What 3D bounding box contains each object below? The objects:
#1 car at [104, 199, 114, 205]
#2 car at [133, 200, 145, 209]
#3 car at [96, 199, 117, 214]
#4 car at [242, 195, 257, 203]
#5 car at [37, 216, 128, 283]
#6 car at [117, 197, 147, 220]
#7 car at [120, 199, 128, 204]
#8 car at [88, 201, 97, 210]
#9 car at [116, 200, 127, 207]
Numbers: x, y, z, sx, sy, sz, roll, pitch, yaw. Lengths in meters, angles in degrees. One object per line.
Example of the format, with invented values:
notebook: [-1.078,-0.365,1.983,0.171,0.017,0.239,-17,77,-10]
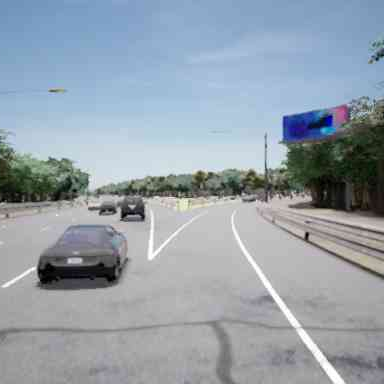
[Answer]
car: [-20.498,2.488,82.573,2.128,1.511,4.902,0,-1,-11]
car: [-8.883,2.129,56.038,1.994,1.385,4.181,0,-1,-9]
car: [-10.089,1.889,40.494,1.837,1.490,4.892,0,-1,-8]
car: [13.397,1.845,80.018,2.033,1.411,5.357,0,0,22]
car: [-3.048,1.647,10.028,1.994,1.385,4.181,0,0,-6]
car: [-5.479,1.494,31.332,2.150,2.045,5.566,0,-1,-7]
car: [-18.697,2.623,91.683,2.033,1.411,5.357,0,-1,-11]
car: [-15.292,2.155,53.031,1.895,1.301,4.718,0,-1,-9]
car: [-13.765,2.221,65.109,1.812,1.442,4.674,0,-1,-9]
